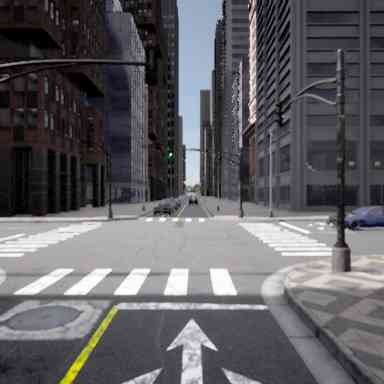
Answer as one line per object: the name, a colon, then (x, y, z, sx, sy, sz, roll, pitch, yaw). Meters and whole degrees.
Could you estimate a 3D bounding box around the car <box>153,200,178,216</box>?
car: (-2.983, 1.810, 36.124, 1.895, 1.301, 4.718, 0, 0, 3)

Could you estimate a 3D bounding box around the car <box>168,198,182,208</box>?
car: (-2.866, 1.826, 56.715, 2.128, 1.511, 4.902, 0, 0, 1)

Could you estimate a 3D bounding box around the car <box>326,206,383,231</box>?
car: (11.194, 1.579, 20.385, 5.357, 1.411, 2.033, 0, 0, 0)

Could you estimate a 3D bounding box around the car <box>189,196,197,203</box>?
car: (0.318, 1.798, 76.766, 1.837, 1.490, 4.892, 0, 0, 0)

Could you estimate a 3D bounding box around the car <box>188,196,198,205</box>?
car: (0.265, 1.874, 66.339, 1.882, 1.535, 5.008, 0, 0, 0)

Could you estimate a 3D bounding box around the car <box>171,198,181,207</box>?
car: (-2.927, 1.834, 46.211, 1.994, 1.385, 4.181, 0, 0, 1)
